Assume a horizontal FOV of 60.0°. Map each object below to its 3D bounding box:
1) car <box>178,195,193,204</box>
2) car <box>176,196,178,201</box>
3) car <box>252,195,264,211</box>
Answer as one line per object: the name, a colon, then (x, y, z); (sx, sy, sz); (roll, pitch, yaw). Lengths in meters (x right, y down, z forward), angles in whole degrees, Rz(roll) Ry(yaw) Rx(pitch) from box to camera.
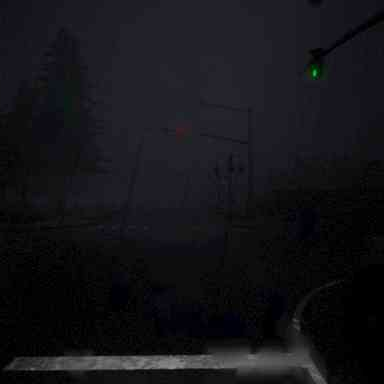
car: (-0.909, 1.518, 60.877); (2.033, 1.411, 5.357); (0, 0, -7)
car: (-2.202, 1.327, 71.061); (1.812, 1.442, 4.674); (0, 0, -13)
car: (8.866, 1.144, 36.257); (4.605, 1.855, 1.932); (0, 0, -1)
